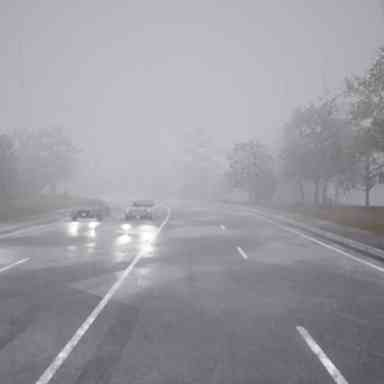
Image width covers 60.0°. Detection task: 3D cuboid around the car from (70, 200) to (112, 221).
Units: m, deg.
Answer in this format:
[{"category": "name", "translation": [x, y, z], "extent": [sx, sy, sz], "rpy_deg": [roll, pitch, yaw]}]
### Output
[{"category": "car", "translation": [-7.057, 1.242, 23.636], "extent": [1.994, 1.385, 4.181], "rpy_deg": [0, 1, 0]}]

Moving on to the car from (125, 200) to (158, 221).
[{"category": "car", "translation": [-3.559, 1.277, 23.906], "extent": [1.895, 1.301, 4.718], "rpy_deg": [0, 1, -1]}]
